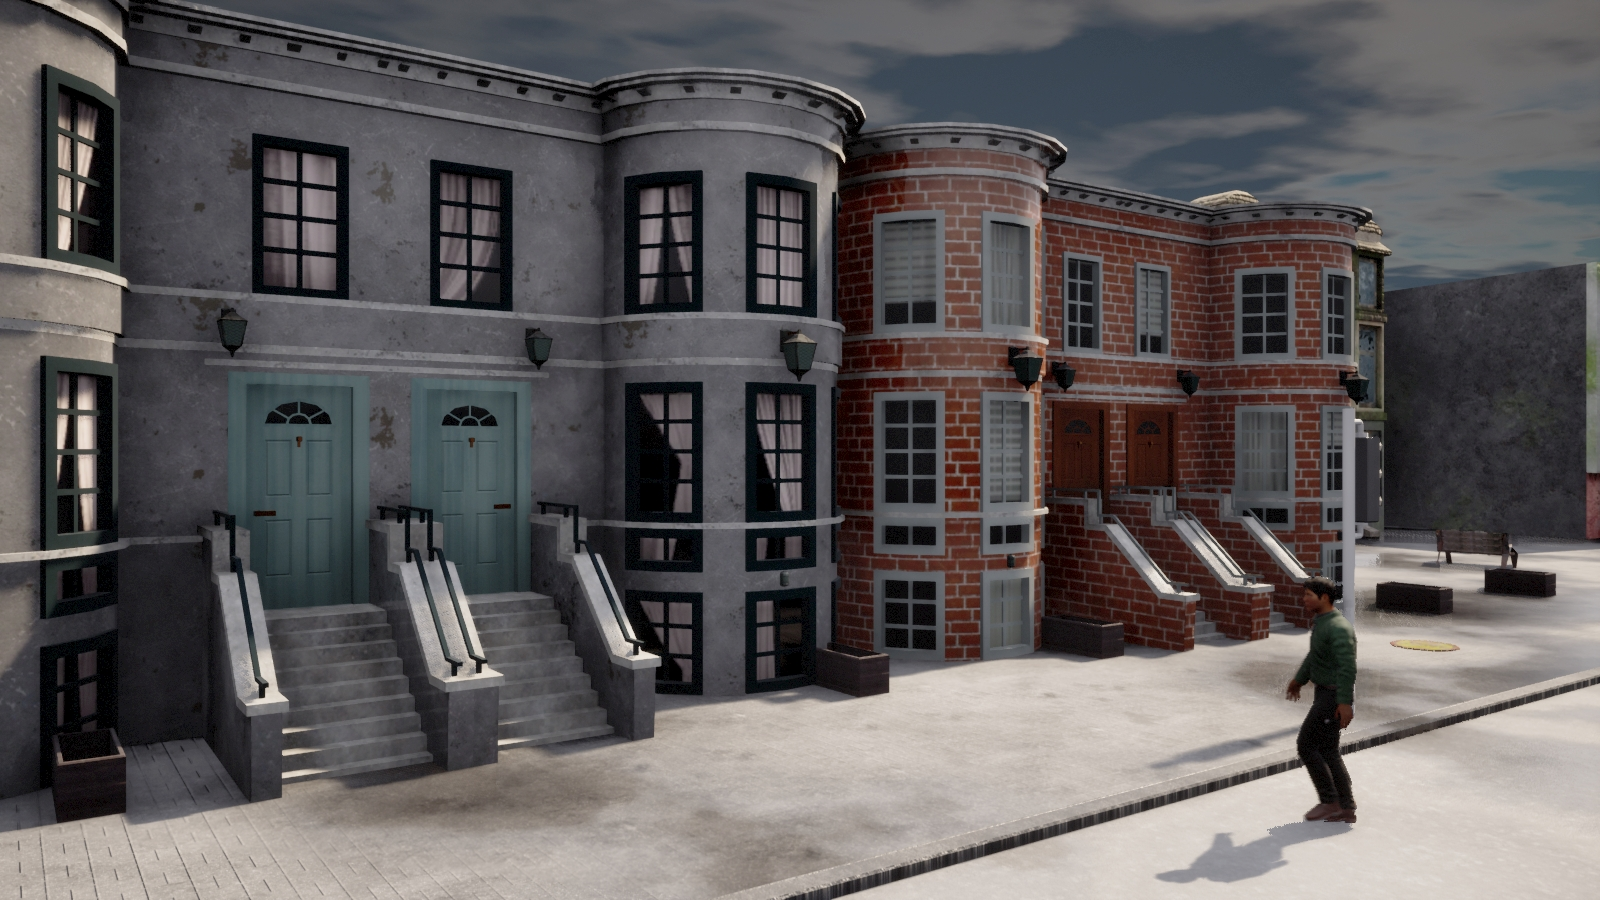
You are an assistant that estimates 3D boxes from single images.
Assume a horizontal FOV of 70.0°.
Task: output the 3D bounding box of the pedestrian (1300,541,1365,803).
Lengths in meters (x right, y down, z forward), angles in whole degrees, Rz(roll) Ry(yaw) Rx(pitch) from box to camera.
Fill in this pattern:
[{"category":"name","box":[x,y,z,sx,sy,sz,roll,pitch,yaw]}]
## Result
[{"category":"pedestrian","box":[3.957,1.629,8.511,0.375,1.860,0.375,0,0,14]}]
